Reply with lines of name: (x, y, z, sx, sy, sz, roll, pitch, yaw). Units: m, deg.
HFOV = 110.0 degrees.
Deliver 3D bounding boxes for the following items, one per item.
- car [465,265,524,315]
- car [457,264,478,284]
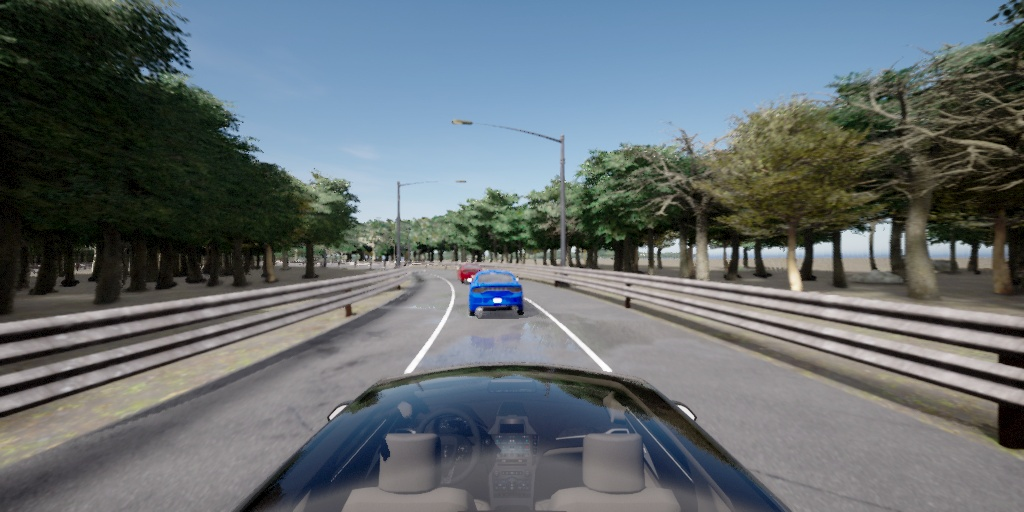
car: (-0.701, 1.284, 13.920, 1.882, 1.535, 5.008, 0, 0, -6)
car: (-3.450, 1.373, 29.457, 1.882, 1.535, 5.008, 0, 0, -13)
